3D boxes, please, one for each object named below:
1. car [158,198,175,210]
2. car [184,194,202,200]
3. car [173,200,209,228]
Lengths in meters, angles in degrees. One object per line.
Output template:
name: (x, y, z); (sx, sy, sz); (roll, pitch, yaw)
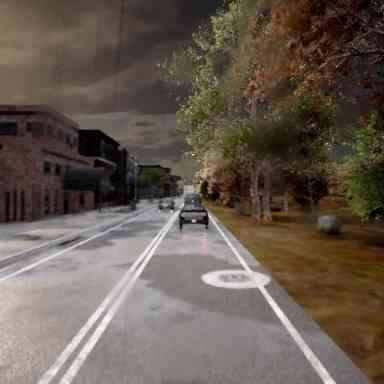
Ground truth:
car: (-3.227, 1.494, 42.697); (2.128, 1.511, 4.902); (0, 0, 0)
car: (0.127, 1.223, 42.178); (2.150, 2.045, 5.566); (0, 0, 0)
car: (0.114, 1.499, 22.214); (2.128, 1.511, 4.902); (0, 0, 0)
